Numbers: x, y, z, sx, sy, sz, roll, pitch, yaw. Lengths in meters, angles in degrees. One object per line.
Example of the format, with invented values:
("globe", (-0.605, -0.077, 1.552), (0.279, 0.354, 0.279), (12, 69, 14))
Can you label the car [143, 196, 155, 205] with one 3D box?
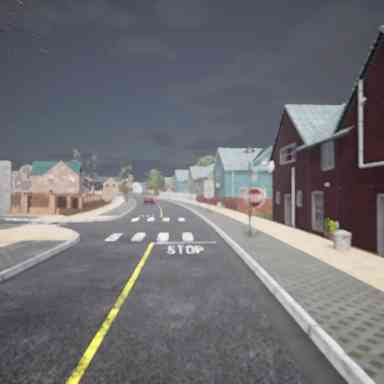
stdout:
("car", (-6.647, 1.292, 51.153), (1.895, 1.301, 4.718), (0, 0, -9))
